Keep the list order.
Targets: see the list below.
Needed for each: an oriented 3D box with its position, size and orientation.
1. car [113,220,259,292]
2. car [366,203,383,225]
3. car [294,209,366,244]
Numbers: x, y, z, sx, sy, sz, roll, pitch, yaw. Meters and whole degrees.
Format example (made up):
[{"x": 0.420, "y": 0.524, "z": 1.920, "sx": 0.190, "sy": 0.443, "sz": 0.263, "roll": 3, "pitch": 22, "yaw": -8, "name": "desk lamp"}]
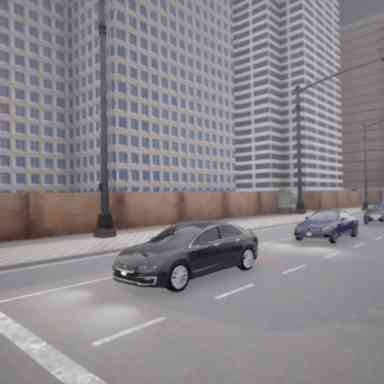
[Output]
[{"x": 0.072, "y": 1.625, "z": 9.502, "sx": 1.837, "sy": 1.490, "sz": 4.892, "roll": -2, "pitch": -1, "yaw": 43, "name": "car"}, {"x": 14.034, "y": 1.532, "z": 24.174, "sx": 2.128, "sy": 1.511, "sz": 4.902, "roll": -2, "pitch": -1, "yaw": 44, "name": "car"}, {"x": 6.837, "y": 1.607, "z": 16.610, "sx": 1.812, "sy": 1.442, "sz": 4.674, "roll": -2, "pitch": -1, "yaw": 44, "name": "car"}]
